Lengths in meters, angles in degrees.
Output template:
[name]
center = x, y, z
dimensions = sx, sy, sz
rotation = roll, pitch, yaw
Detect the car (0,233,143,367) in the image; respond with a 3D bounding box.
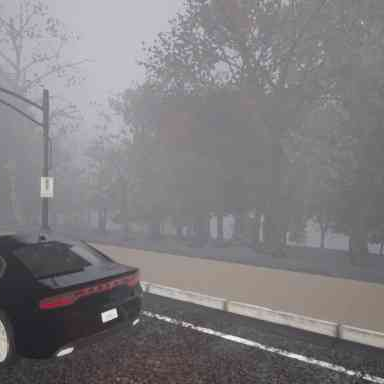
[car]
center = -3.076, 1.477, 5.871
dimensions = 5.008, 1.535, 1.882
rotation = 0, 0, 37
